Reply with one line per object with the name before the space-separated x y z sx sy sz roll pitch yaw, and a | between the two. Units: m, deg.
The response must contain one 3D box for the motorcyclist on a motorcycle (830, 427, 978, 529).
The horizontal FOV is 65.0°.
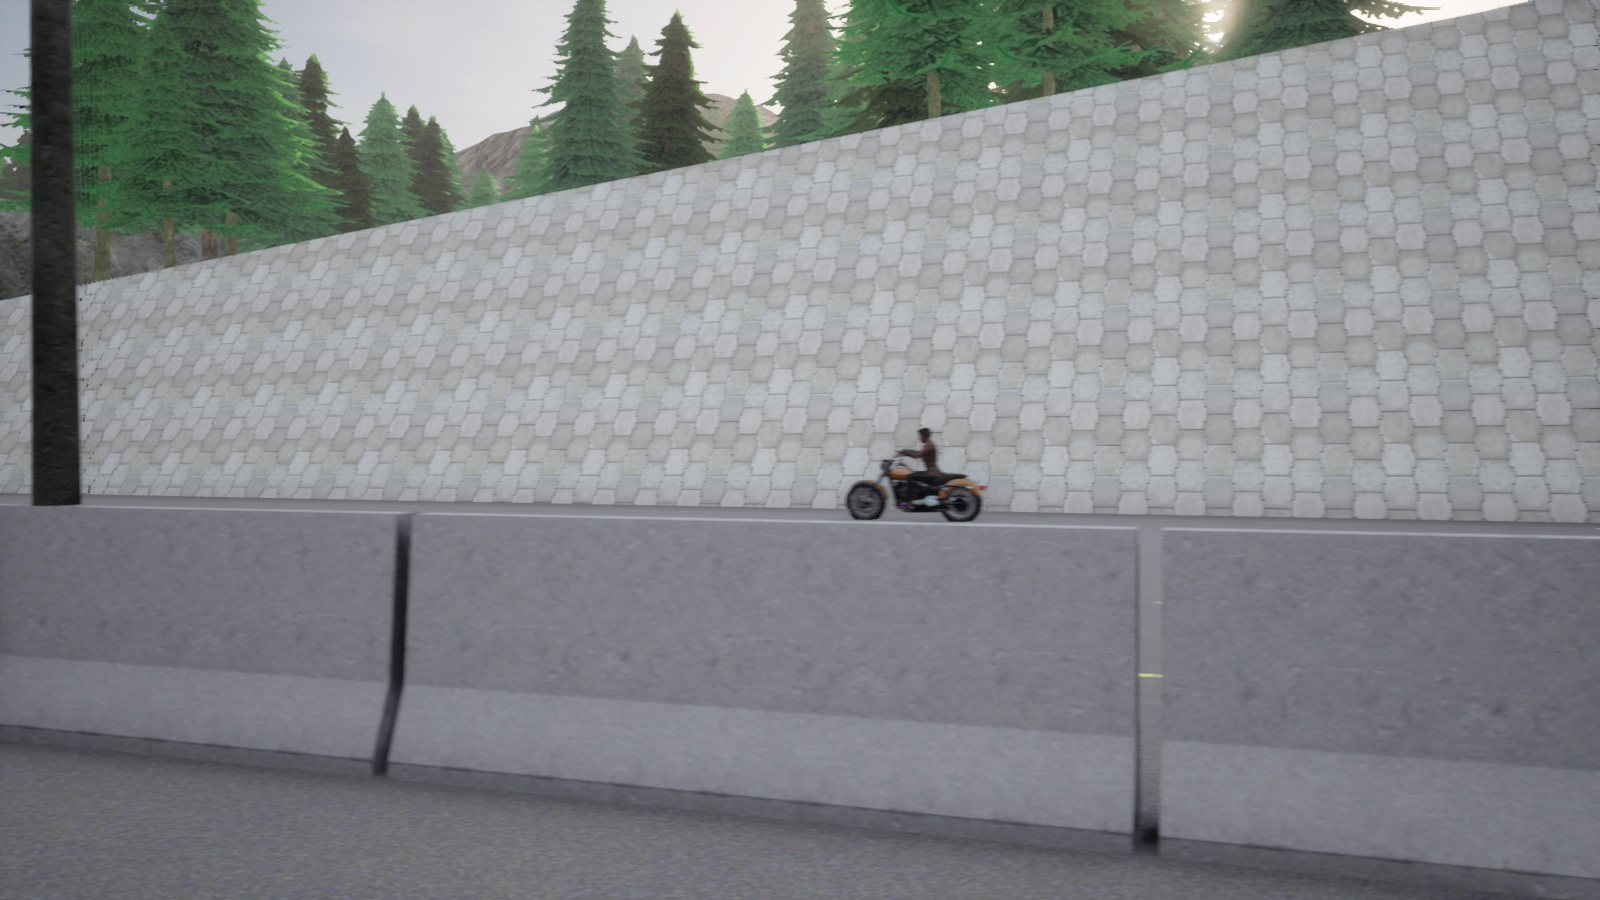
motorcyclist on a motorcycle | 1.739 0.446 21.070 2.350 1.649 0.766 0 1 19
